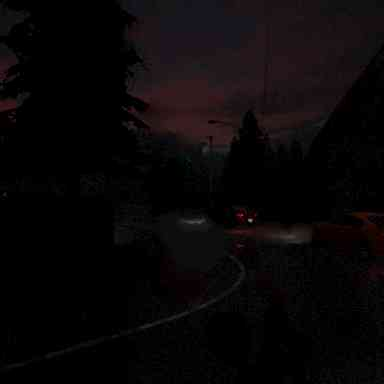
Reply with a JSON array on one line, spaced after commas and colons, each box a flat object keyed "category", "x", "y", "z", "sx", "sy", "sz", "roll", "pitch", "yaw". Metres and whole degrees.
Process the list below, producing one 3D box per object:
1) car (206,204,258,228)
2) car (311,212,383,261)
[{"category": "car", "x": 2.594, "y": 1.546, "z": 22.175, "sx": 1.812, "sy": 1.442, "sz": 4.674, "roll": 0, "pitch": 0, "yaw": -24}, {"category": "car", "x": 6.318, "y": 1.471, "z": 12.375, "sx": 1.882, "sy": 1.535, "sz": 5.008, "roll": 0, "pitch": 0, "yaw": -7}]
